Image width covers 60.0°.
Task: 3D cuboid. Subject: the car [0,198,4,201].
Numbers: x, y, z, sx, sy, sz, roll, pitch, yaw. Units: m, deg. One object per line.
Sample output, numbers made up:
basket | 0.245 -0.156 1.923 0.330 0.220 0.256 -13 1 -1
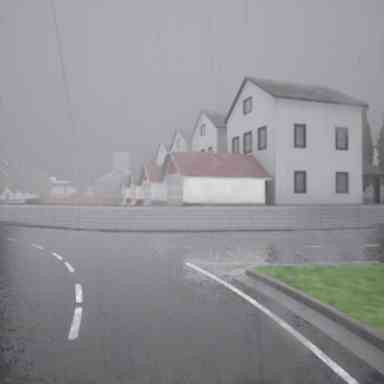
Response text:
car | -35.109 1.889 60.379 1.837 1.490 4.892 0 0 -17
